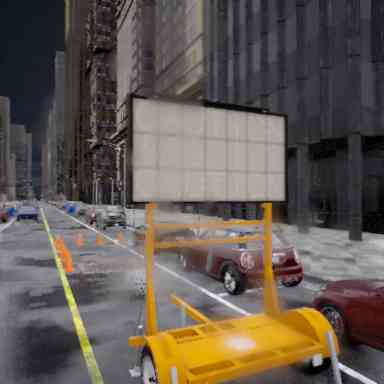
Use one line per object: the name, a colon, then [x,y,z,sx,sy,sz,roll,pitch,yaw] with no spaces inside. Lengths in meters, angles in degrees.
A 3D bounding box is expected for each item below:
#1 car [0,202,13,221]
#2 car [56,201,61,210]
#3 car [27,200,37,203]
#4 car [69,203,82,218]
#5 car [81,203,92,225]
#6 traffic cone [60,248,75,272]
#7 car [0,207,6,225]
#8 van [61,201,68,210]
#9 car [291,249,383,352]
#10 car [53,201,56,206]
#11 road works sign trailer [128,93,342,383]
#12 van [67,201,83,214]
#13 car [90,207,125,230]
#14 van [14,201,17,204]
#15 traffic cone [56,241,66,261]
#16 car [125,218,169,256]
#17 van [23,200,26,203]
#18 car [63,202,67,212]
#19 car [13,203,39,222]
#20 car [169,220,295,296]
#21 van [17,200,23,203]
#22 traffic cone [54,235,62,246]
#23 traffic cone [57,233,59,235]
car: [-18.612,1.963,31.541,2.192,1.841,5.009,0,-1,-25]
car: [-25.232,2.778,66.027,1.967,1.590,4.097,0,-1,-25]
car: [-35.441,2.875,74.332,2.097,1.767,4.553,0,-1,-25]
car: [-13.274,2.358,40.283,2.008,1.369,4.403,0,-1,-25]
car: [-8.492,2.038,29.988,1.967,1.590,4.097,0,-1,-25]
traffic cone: [-3.873,2.167,10.456,0.340,0.580,0.340,0,-1,-25]
car: [-16.220,2.125,26.388,1.802,1.307,4.206,0,-1,-25]
van: [-20.449,2.466,55.732,1.690,1.788,3.998,0,-1,-25]
car: [3.466,1.661,4.244,1.802,1.307,4.206,0,-1,-25]
car: [-30.015,2.866,76.326,2.192,1.841,5.009,0,-1,-25]
road works sign trailer: [0.229,0.557,4.674,2.380,3.560,2.880,0,-1,-25]
van: [-15.667,2.254,45.436,1.690,1.788,3.998,0,-1,-25]
car: [-6.100,2.044,24.838,2.008,1.369,4.403,0,-1,-25]
van: [-23.395,2.199,41.837,1.690,1.788,3.998,0,-1,-25]
traffic cone: [-4.715,2.203,12.270,0.340,0.580,0.340,0,-1,-25]
car: [-1.317,1.851,14.542,1.947,1.339,4.313,0,-1,-25]
van: [-35.351,2.731,67.578,1.690,1.788,3.998,0,-1,-25]
car: [-18.057,2.563,50.580,1.887,1.381,4.507,0,-1,-25]
car: [-16.893,2.174,34.226,1.882,1.535,5.008,0,-1,-25]
car: [1.074,1.622,9.395,1.967,1.590,4.097,0,-1,-25]
van: [-30.569,2.517,57.281,1.690,1.788,3.998,0,-1,-25]
traffic cone: [-5.558,2.240,14.084,0.340,0.580,0.340,0,-1,-25]
traffic cone: [-6.400,2.277,15.897,0.340,0.580,0.340,0,-1,-25]
